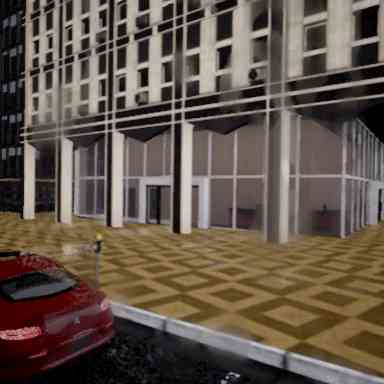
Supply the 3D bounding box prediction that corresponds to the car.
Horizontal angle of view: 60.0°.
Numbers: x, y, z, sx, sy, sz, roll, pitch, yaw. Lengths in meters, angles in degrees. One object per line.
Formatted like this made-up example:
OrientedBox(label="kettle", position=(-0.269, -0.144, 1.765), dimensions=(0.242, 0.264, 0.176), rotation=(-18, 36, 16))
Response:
OrientedBox(label="car", position=(-2.959, 1.573, 4.971), dimensions=(4.206, 1.307, 1.802), rotation=(0, 1, 36))
